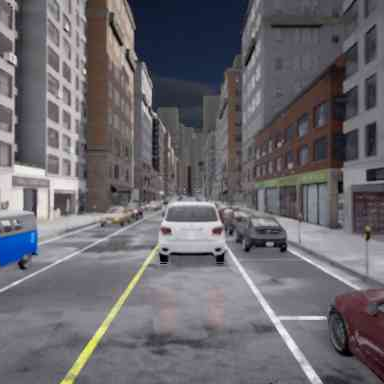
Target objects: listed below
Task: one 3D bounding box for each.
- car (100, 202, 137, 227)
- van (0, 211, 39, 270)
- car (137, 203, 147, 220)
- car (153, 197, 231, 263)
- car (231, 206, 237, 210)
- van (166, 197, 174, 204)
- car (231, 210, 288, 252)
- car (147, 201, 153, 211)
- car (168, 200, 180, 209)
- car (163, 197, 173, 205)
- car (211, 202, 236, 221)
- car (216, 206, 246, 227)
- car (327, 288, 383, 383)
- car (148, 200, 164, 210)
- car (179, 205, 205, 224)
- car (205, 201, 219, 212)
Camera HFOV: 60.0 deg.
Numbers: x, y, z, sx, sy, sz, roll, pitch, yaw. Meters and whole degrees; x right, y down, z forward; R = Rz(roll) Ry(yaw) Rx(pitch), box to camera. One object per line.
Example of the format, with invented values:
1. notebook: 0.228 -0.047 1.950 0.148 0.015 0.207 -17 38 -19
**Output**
1. car: -5.677 1.768 25.253 1.752 1.417 4.829 0 -1 0
2. van: -5.670 1.428 8.846 1.690 1.788 3.998 0 -1 0
3. car: -5.679 1.737 30.949 1.967 1.590 4.097 0 -1 0
4. car: 0.006 1.348 12.594 2.150 2.045 5.566 0 0 0
5. car: 2.850 1.743 19.899 2.008 1.369 4.403 0 -1 0
6. van: -5.697 2.178 85.325 1.690 1.788 3.998 0 -1 0
7. car: 2.852 1.691 14.373 2.008 1.369 4.403 0 -1 0
8. car: -5.684 1.980 47.355 1.752 1.417 4.829 0 -1 0
9. car: -3.038 2.068 56.236 1.812 1.442 4.674 0 -1 0
10. car: -5.696 2.096 79.824 2.192 1.841 5.009 0 -1 0
11. car: 2.846 1.737 30.951 1.967 1.590 4.097 0 -1 0
12. car: 2.848 1.826 25.424 1.802 1.307 4.206 0 -1 0
13. car: 2.855 1.616 3.321 1.802 1.307 4.206 0 -1 0
14. car: -5.686 2.062 53.049 2.008 1.369 4.403 0 -1 0
15. car: 0.015 1.837 28.401 1.994 1.385 4.181 0 0 0
16. car: 2.841 1.984 47.697 1.752 1.417 4.829 0 -1 0
